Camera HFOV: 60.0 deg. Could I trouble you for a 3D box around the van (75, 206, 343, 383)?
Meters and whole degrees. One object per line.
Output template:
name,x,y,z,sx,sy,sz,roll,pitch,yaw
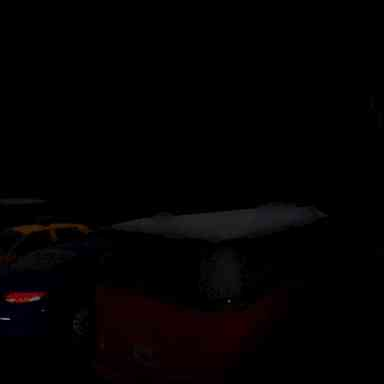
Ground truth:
van,0.832,1.241,4.819,1.878,1.987,4.442,0,0,36

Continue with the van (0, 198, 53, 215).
van,-5.902,1.193,9.625,1.878,1.987,4.442,0,0,36

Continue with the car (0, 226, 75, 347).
car,-1.482,1.491,6.324,2.002,1.452,4.674,0,0,36

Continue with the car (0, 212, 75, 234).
car,-3.832,1.432,7.777,1.946,1.575,5.366,0,0,36
